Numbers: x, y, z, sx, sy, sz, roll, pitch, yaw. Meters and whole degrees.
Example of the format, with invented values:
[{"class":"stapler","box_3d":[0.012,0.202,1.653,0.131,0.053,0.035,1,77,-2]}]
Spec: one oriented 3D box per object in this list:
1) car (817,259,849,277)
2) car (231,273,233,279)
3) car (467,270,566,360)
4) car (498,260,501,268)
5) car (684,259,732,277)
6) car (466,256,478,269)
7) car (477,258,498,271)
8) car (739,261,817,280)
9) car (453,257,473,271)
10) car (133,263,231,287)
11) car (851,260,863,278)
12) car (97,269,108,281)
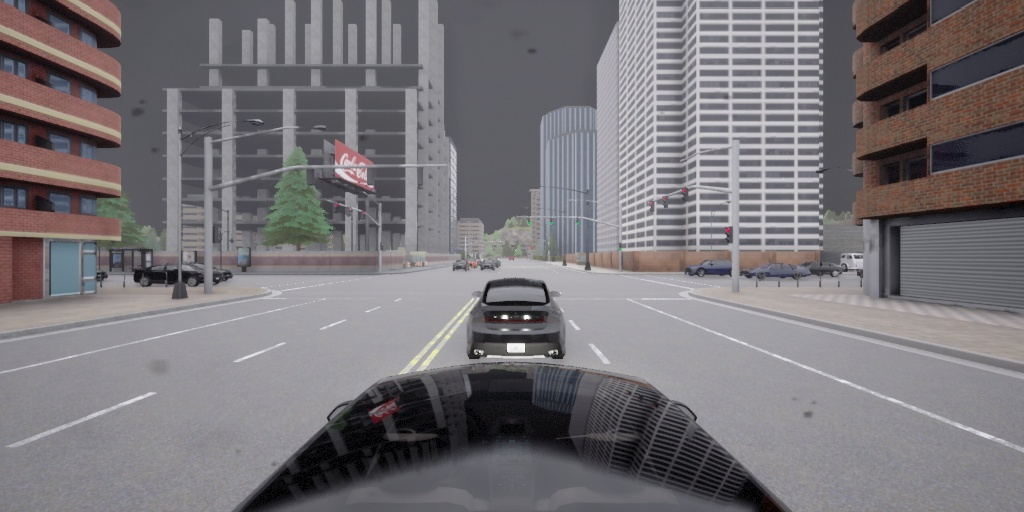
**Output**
[{"class":"car","box_3d":[29.068,1.255,34.684,4.892,1.490,1.837,0,0,0]},{"class":"car","box_3d":[-24.210,1.255,27.472,4.892,1.490,1.837,0,0,0]},{"class":"car","box_3d":[0.095,1.256,8.328,1.837,1.490,4.892,0,0,1]},{"class":"car","box_3d":[-3.287,1.102,60.415,2.097,1.767,4.553,0,0,1]},{"class":"car","box_3d":[19.218,1.102,34.690,4.553,1.767,2.097,0,0,0]},{"class":"car","box_3d":[-6.805,1.102,57.966,2.097,1.767,4.553,0,0,0]},{"class":"car","box_3d":[-3.354,1.254,50.290,1.837,1.490,4.892,0,0,0]},{"class":"car","box_3d":[22.808,1.297,31.191,5.357,1.411,2.033,0,0,0]},{"class":"car","box_3d":[-6.862,1.254,48.760,1.837,1.490,4.892,0,0,0]},{"class":"car","box_3d":[-22.186,1.228,23.973,5.008,1.535,1.882,0,0,0]},{"class":"car","box_3d":[32.720,1.314,31.180,4.181,1.385,1.994,0,0,0]},{"class":"car","box_3d":[-34.052,1.255,27.470,4.892,1.490,1.837,0,0,0]}]
